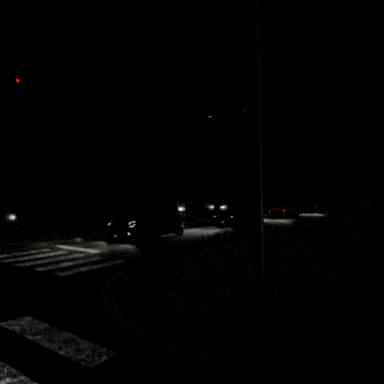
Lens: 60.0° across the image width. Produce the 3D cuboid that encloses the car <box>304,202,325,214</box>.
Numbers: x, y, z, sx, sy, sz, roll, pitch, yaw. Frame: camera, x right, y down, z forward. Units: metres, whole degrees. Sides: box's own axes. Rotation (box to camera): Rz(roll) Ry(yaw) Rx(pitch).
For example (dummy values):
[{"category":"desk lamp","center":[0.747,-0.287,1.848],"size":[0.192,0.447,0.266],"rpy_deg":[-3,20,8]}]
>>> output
[{"category":"car","center":[15.634,2.000,42.896],"size":[1.812,1.442,4.674],"rpy_deg":[-1,-1,35]}]

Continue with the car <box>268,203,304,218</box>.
[{"category":"car","center":[9.646,1.873,34.693],"size":[1.882,1.535,5.008],"rpy_deg":[-1,-1,36]}]

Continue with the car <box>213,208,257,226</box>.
[{"category":"car","center":[3.549,1.912,26.259],"size":[1.895,1.301,4.718],"rpy_deg":[-1,-1,36]}]

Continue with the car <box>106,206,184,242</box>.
[{"category":"car","center":[-2.426,1.578,18.000],"size":[2.097,1.767,4.553],"rpy_deg":[-1,-1,36]}]

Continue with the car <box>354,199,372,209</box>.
[{"category":"car","center":[28.496,1.908,55.335],"size":[2.097,1.767,4.553],"rpy_deg":[-1,-1,36]}]
